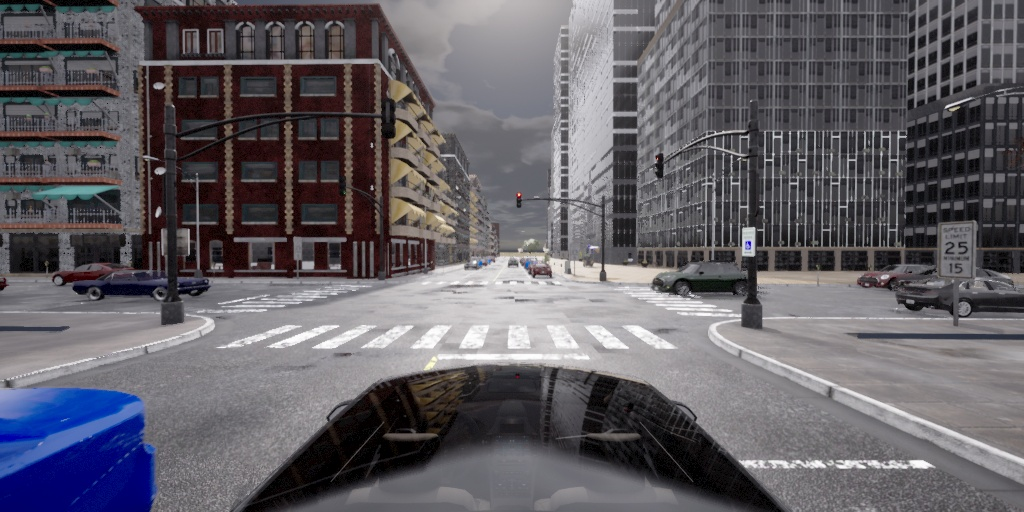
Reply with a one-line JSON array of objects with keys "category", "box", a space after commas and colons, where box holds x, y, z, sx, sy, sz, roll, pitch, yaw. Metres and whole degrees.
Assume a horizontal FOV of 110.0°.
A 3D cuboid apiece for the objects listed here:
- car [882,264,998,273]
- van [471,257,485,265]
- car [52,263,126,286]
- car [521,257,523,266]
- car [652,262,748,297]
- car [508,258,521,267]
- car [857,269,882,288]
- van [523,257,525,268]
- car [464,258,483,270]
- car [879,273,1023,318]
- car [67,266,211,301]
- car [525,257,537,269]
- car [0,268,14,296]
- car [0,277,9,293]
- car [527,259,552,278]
[{"category": "car", "box": [23.078, 1.332, 18.881, 4.892, 1.490, 1.837, 0, 1, 1]}, {"category": "van", "box": [-5.572, 1.025, 55.983, 1.690, 1.789, 3.998, 0, 0, 0]}, {"category": "car", "box": [-25.811, 1.106, 22.368, 4.507, 1.381, 1.888, 0, 0, 1]}, {"category": "car", "box": [2.777, 1.230, 55.998, 1.888, 1.381, 4.507, 0, 0, 0]}, {"category": "car", "box": [9.807, 1.121, 18.843, 4.553, 1.767, 2.097, 0, 1, -3]}, {"category": "car", "box": [0.238, 1.270, 64.056, 1.895, 1.301, 4.718, 0, 0, 0]}, {"category": "car", "box": [23.418, 1.226, 21.609, 4.097, 1.591, 1.967, 0, 0, 1]}, {"category": "van", "box": [2.765, 1.035, 50.352, 1.690, 1.789, 3.998, 0, 0, 0]}, {"category": "car", "box": [-5.584, 1.260, 50.337, 1.948, 1.339, 4.313, 0, 0, 0]}, {"category": "car", "box": [16.740, 1.443, 13.076, 4.403, 1.370, 2.007, 0, 0, 1]}, {"category": "car", "box": [-16.643, 1.296, 16.315, 4.718, 1.301, 1.895, 0, 1, 1]}, {"category": "car", "box": [2.739, 1.152, 39.060, 1.967, 1.591, 4.097, 0, 0, 0]}, {"category": "car", "box": [-26.522, 1.252, 16.475, 4.718, 1.301, 1.895, 0, 1, 1]}, {"category": "car", "box": [-22.597, 1.257, 13.704, 4.507, 1.381, 1.888, 0, 0, 1]}, {"category": "car", "box": [2.727, 1.265, 33.414, 1.888, 1.381, 4.507, 0, 0, 0]}]
